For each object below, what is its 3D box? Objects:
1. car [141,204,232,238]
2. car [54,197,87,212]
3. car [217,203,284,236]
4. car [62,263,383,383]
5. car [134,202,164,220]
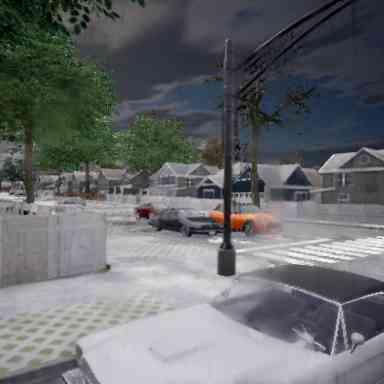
[{"bbox_3d":[-0.511,1.575,18.181,2.033,1.411,5.357,1,-1,-34],"label":"car"},{"bbox_3d":[-12.677,1.542,34.361,1.895,1.301,4.718,1,0,-37],"label":"car"},{"bbox_3d":[2.953,1.435,18.929,2.097,1.767,4.553,1,-1,-37],"label":"car"},{"bbox_3d":[1.119,1.637,3.811,4.718,1.301,1.895,1,0,-36],"label":"car"},{"bbox_3d":[-2.846,1.561,26.659,1.882,1.535,5.008,1,-1,-37],"label":"car"}]
